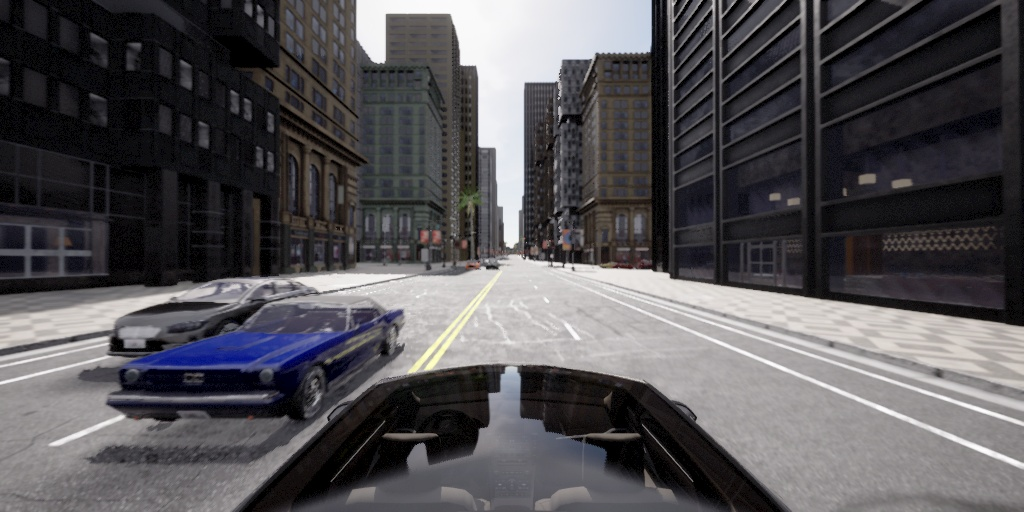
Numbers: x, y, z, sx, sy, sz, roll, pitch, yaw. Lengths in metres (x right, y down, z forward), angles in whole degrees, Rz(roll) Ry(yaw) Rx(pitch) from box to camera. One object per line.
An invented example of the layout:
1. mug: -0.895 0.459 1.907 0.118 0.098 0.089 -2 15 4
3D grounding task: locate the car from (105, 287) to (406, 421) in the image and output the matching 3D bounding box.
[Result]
1. car: -3.350 1.377 5.979 1.895 1.301 4.718 0 0 0

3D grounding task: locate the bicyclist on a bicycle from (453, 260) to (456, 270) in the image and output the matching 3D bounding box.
1. bicyclist on a bicycle: -8.903 1.475 55.657 0.582 1.620 1.656 1 -1 5

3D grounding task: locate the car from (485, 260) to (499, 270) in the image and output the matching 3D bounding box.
1. car: -3.247 1.382 59.763 2.097 1.767 4.553 0 0 0

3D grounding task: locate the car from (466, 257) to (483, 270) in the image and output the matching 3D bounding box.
1. car: -6.495 1.389 59.993 2.097 1.767 4.553 0 0 0

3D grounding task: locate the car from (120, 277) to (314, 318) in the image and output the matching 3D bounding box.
1. car: -6.598 1.285 8.727 2.128 1.511 4.902 0 0 0
